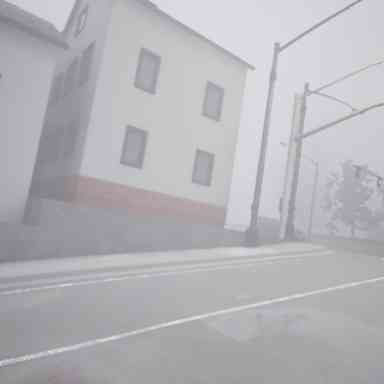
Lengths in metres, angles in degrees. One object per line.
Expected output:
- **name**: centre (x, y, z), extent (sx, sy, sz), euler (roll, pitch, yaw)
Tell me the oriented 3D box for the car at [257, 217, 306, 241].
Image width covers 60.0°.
- **car**: centre (7.708, 3.486, 30.511), extent (2.150, 2.045, 5.566), euler (13, -8, -35)
